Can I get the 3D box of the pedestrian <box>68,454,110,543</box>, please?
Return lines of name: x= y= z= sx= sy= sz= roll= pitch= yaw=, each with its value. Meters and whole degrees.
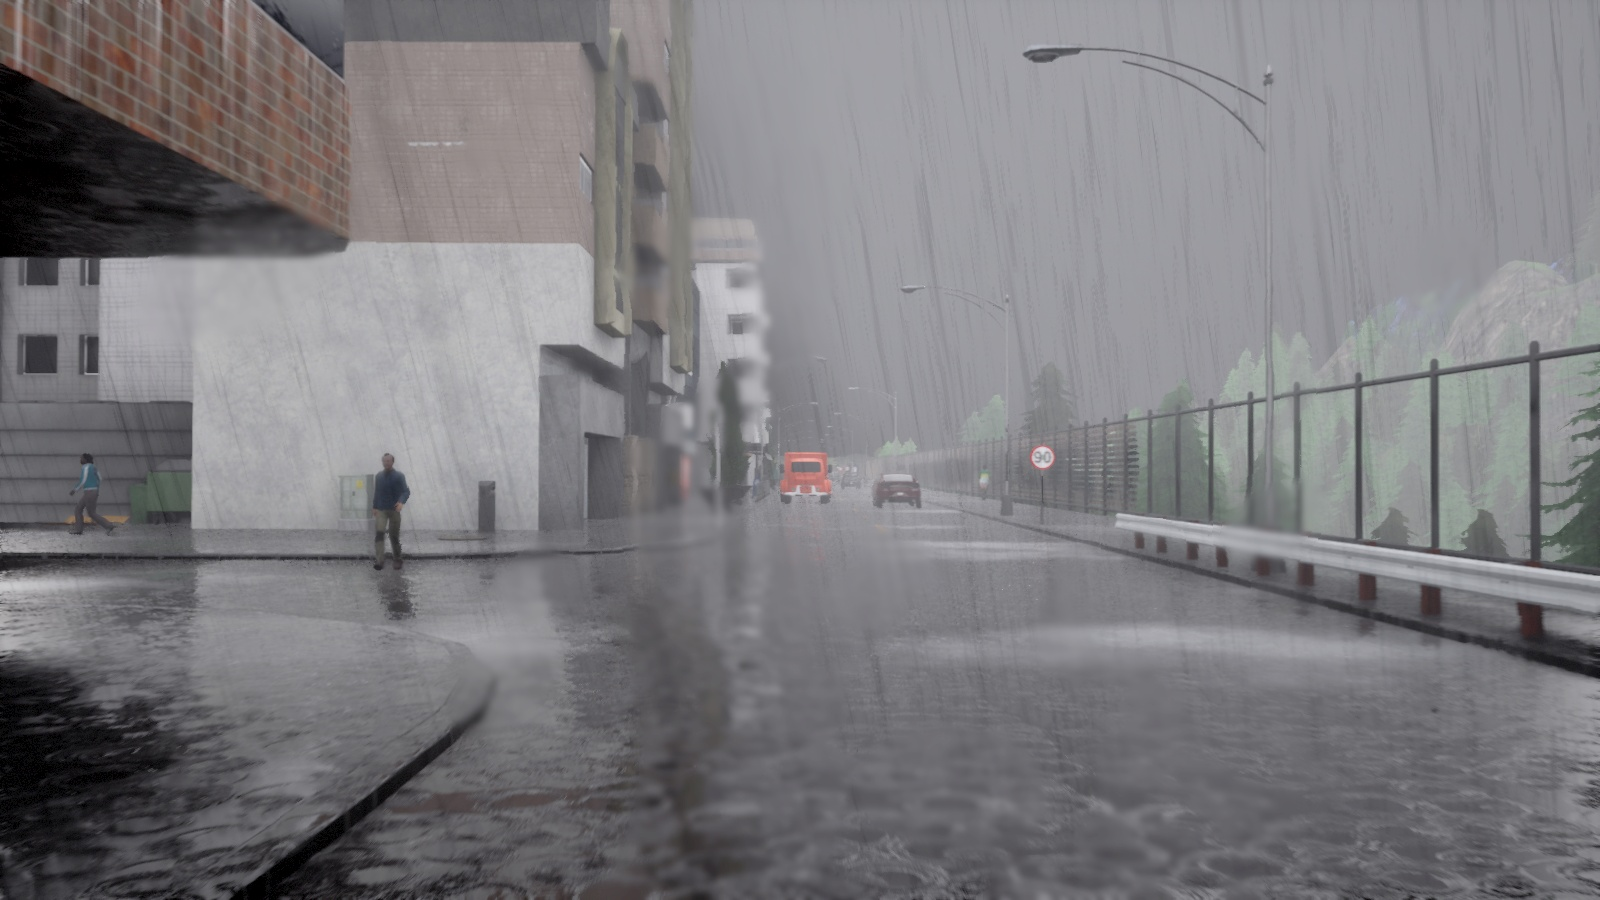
pedestrian: x=-15.433 y=1.046 z=27.271 sx=0.692 sy=1.930 sz=0.396 roll=0 pitch=-1 yaw=-14

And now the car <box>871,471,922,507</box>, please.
car: x=4.252 y=1.711 z=55.912 sx=1.882 sy=1.535 sz=5.008 roll=0 pitch=-1 yaw=0

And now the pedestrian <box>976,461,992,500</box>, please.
pedestrian: x=9.477 y=1.569 z=64.681 sx=0.659 sy=1.952 sz=0.873 roll=0 pitch=-1 yaw=0

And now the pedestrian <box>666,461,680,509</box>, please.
pedestrian: x=-4.902 y=1.355 z=48.402 sx=0.431 sy=1.840 sz=0.709 roll=0 pitch=-1 yaw=4

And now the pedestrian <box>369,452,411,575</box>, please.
pedestrian: x=-6.305 y=0.964 z=19.313 sx=0.402 sy=1.842 sz=0.726 roll=0 pitch=-1 yaw=0

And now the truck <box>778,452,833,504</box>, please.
truck: x=0.275 y=1.364 z=61.959 sx=2.627 sy=2.467 sz=5.204 roll=0 pitch=-1 yaw=0
